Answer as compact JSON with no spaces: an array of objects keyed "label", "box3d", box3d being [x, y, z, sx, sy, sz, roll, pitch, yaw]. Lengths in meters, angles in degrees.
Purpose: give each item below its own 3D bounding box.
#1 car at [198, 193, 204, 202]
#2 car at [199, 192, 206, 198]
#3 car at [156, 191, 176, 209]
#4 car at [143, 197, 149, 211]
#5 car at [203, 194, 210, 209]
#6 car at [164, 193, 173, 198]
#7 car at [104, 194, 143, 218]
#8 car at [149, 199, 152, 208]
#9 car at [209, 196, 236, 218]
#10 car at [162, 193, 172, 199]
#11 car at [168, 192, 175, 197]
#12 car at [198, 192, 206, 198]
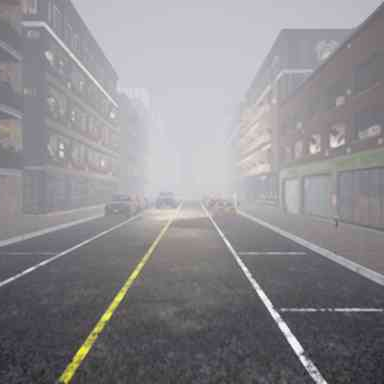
[{"label":"car","box3d":[2.609,1.038,61.237,2.008,1.369,4.403,0,0,0]},{"label":"car","box3d":[2.579,0.819,83.950,1.752,1.417,4.829,0,0,0]},{"label":"car","box3d":[-3.053,0.892,39.814,2.150,2.045,5.566,0,0,0]},{"label":"car","box3d":[-5.734,1.165,33.048,1.967,1.590,4.097,0,0,0]},{"label":"car","box3d":[2.639,1.222,38.693,1.887,1.381,4.507,0,0,0]},{"label":"car","box3d":[-5.802,0.846,83.774,2.008,1.369,4.403,0,0,0]},{"label":"car","box3d":[-5.725,1.087,27.412,2.192,1.841,5.009,0,0,0]},{"label":"car","box3d":[-5.741,1.222,38.686,1.887,1.381,4.507,0,0,0]},{"label":"car","box3d":[2.654,1.295,27.591,1.752,1.417,4.829,0,0,0]},{"label":"car","box3d":[-5.794,0.895,78.137,2.008,1.369,4.403,0,0,0]},{"label":"car","box3d":[-5.817,0.744,95.046,1.887,1.381,4.507,0,0,0]},{"label":"car","box3d":[2.571,0.813,89.417,1.947,1.339,4.313,0,0,0]}]
